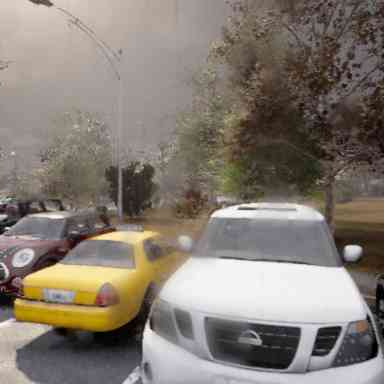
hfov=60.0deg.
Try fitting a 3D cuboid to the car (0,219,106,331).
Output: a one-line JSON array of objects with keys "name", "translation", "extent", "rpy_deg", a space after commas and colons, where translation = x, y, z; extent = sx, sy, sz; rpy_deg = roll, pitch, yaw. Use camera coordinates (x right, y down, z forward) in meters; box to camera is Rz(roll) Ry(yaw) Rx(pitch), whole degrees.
[{"name": "car", "translation": [-1.228, 1.478, 7.187], "extent": [1.946, 1.575, 5.366], "rpy_deg": [0, -1, 15]}]

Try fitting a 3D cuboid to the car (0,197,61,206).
[{"name": "car", "translation": [-6.141, 1.182, 10.373], "extent": [2.435, 2.045, 5.566], "rpy_deg": [1, 0, 15]}]

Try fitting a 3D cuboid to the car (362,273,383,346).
[{"name": "car", "translation": [3.581, 1.363, 3.534], "extent": [2.185, 1.767, 4.553], "rpy_deg": [0, -1, 15]}]

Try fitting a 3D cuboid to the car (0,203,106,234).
[{"name": "car", "translation": [-3.691, 1.334, 8.738], "extent": [2.185, 1.767, 4.553], "rpy_deg": [1, 0, 15]}]

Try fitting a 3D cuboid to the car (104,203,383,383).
[{"name": "car", "translation": [1.165, 1.237, 5.260], "extent": [2.435, 2.045, 5.566], "rpy_deg": [1, 0, 15]}]
